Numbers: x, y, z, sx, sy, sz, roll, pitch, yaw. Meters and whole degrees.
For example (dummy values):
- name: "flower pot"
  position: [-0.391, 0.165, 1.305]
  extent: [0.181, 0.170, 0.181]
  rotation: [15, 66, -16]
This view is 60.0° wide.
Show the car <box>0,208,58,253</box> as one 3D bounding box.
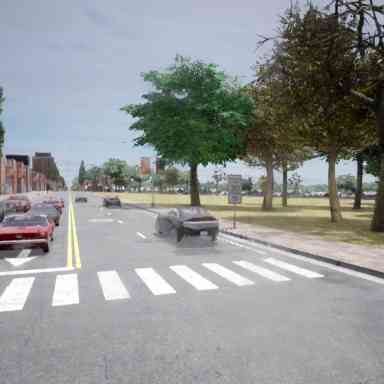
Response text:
- name: "car"
  position: [-6.583, 1.546, 13.269]
  extent: [1.895, 1.301, 4.718]
  rotation: [0, 0, -20]

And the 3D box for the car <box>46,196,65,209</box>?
- name: "car"
  position: [-16.538, 1.235, 40.509]
  extent: [1.895, 1.301, 4.718]
  rotation: [0, 1, -20]

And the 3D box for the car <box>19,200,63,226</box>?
- name: "car"
  position: [-9.621, 1.432, 21.532]
  extent: [1.994, 1.385, 4.181]
  rotation: [0, 1, -20]

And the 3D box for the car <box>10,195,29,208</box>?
- name: "car"
  position: [-17.104, 1.070, 32.588]
  extent: [2.097, 1.767, 4.553]
  rotation: [0, 1, -20]

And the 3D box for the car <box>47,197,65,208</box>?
- name: "car"
  position: [-13.048, 1.354, 30.922]
  extent: [1.895, 1.301, 4.718]
  rotation: [0, 1, -20]

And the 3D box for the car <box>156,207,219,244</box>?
- name: "car"
  position: [-0.359, 1.436, 15.755]
  extent: [2.128, 1.511, 4.902]
  rotation: [0, 0, -20]

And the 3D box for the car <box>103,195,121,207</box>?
- name: "car"
  position: [-10.404, 1.123, 43.046]
  extent: [2.128, 1.511, 4.902]
  rotation: [0, 1, -20]

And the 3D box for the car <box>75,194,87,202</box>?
- name: "car"
  position: [-18.798, 1.058, 56.451]
  extent: [1.895, 1.301, 4.718]
  rotation: [0, 1, -20]

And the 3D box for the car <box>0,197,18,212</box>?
- name: "car"
  position: [-13.612, 1.343, 22.985]
  extent: [1.837, 1.490, 4.892]
  rotation: [0, 1, -20]
